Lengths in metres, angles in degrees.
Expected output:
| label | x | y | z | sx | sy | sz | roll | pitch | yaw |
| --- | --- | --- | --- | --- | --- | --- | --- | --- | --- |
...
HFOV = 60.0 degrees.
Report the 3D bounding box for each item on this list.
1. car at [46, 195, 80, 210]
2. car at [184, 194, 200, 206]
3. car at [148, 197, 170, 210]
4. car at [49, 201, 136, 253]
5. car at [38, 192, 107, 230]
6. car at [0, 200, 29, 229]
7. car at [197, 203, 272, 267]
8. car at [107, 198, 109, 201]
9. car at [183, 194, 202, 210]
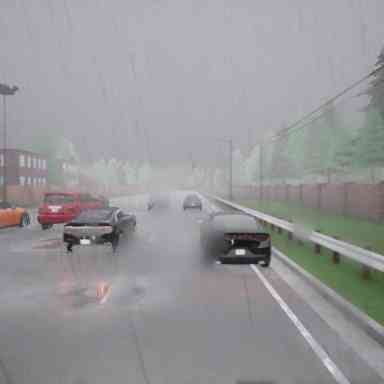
| label | x | y | z | sx | sy | sz | roll | pitch | yaw |
| --- | --- | --- | --- | --- | --- | --- | --- | --- | --- |
| car | -13.887 | 1.077 | 36.136 | 1.837 | 1.490 | 4.892 | 0 | 0 | 0 |
| car | 0.027 | 1.016 | 44.999 | 2.033 | 1.411 | 5.357 | 0 | 1 | 0 |
| car | -3.387 | 1.189 | 34.865 | 1.895 | 1.301 | 4.718 | 0 | 1 | 0 |
| car | -3.394 | 1.337 | 13.007 | 2.128 | 1.511 | 4.902 | 0 | 1 | 0 |
| car | -6.894 | 0.992 | 19.389 | 2.150 | 2.045 | 5.566 | 0 | 1 | 0 |
| car | -10.394 | 1.148 | 17.221 | 2.097 | 1.767 | 4.553 | 0 | 1 | 0 |
| car | 1.230 | 1.347 | 10.932 | 1.882 | 1.535 | 5.008 | 0 | 1 | 0 |
| car | -10.387 | 1.075 | 36.291 | 1.837 | 1.490 | 4.892 | 0 | 0 | 0 |
| car | 0.060 | 1.152 | 34.903 | 1.994 | 1.385 | 4.181 | 0 | 1 | 0 |
